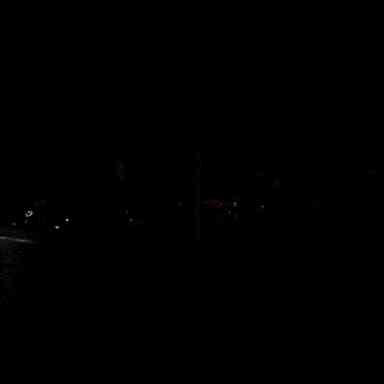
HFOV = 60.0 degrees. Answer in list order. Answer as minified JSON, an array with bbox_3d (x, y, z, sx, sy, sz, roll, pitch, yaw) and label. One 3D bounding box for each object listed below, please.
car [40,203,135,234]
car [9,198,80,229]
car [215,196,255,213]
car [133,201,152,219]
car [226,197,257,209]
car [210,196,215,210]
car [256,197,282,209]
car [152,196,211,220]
[{"bbox_3d":[-5.721,1.484,18.832,1.895,1.301,4.718,1,0,32],"label":"car"},{"bbox_3d":[-8.758,1.209,20.574,2.097,1.767,4.553,1,0,32],"label":"car"},{"bbox_3d":[4.678,1.228,35.281,2.097,1.767,4.553,1,0,32],"label":"car"},{"bbox_3d":[-4.144,1.418,27.884,1.994,1.385,4.181,1,0,32],"label":"car"},{"bbox_3d":[6.784,1.394,45.111,2.033,1.411,5.357,1,0,33],"label":"car"},{"bbox_3d":[1.189,1.202,36.312,2.097,1.767,4.553,1,0,32],"label":"car"},{"bbox_3d":[10.333,1.420,44.159,2.033,1.411,5.357,1,0,33],"label":"car"},{"bbox_3d":[-0.704,1.358,26.774,1.882,1.535,5.008,1,0,32],"label":"car"}]
